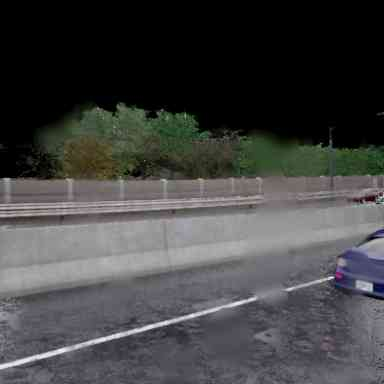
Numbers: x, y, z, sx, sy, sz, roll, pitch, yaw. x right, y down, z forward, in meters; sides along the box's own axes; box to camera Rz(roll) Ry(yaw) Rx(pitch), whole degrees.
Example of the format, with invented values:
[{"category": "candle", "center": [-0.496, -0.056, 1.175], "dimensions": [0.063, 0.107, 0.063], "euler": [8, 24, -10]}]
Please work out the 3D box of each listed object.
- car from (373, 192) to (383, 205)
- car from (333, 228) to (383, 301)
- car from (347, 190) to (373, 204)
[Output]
[{"category": "car", "center": [22.572, 0.622, 37.151], "dimensions": [4.674, 1.442, 1.812], "euler": [-3, 2, -35]}, {"category": "car", "center": [4.945, 1.487, 7.270], "dimensions": [4.674, 1.442, 1.812], "euler": [-1, 0, -35]}, {"category": "car", "center": [20.617, 0.576, 40.054], "dimensions": [5.008, 1.535, 1.882], "euler": [-3, 2, -35]}]
